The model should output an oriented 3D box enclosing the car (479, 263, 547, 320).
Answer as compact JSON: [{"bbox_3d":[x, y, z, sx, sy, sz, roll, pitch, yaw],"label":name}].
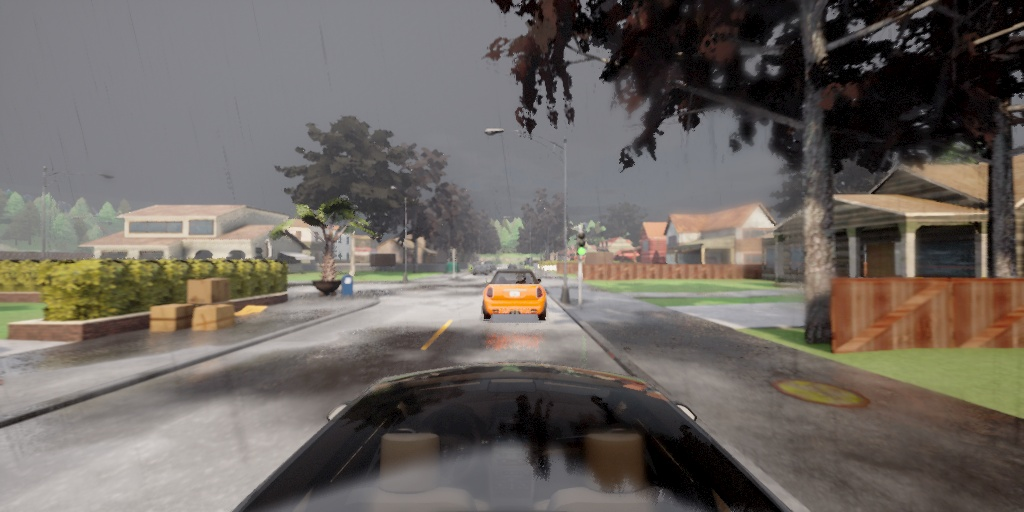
[{"bbox_3d":[0.077,1.254,13.464,2.097,1.767,4.553,0,-1,0],"label":"car"}]

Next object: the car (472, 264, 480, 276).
[{"bbox_3d":[-4.053,1.842,47.045,1.837,1.490,4.892,0,-1,0],"label":"car"}]

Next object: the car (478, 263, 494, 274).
[{"bbox_3d":[-4.030,1.950,56.384,2.128,1.511,4.902,0,-1,0],"label":"car"}]
